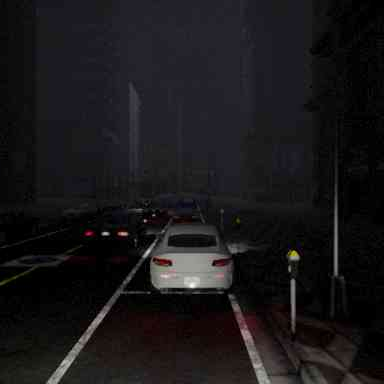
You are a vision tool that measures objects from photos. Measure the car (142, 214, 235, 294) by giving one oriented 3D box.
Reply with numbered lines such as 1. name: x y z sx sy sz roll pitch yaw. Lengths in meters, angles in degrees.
1. car: 0.003 1.526 8.650 1.812 1.442 4.674 0 0 0

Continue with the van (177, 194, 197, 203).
1. van: -0.368 1.344 32.287 1.690 1.788 3.998 0 0 0

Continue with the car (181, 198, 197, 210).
1. car: -0.367 1.550 43.337 1.887 1.381 4.507 0 0 0

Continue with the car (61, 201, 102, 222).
1. car: -8.918 1.527 26.609 1.752 1.417 4.829 0 0 0

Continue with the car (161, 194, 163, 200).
1. car: -8.912 1.555 81.278 1.752 1.417 4.829 0 0 0

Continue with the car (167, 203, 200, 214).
1. car: -0.370 1.583 21.237 1.802 1.307 4.206 0 0 0

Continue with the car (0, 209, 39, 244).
1. car: -8.916 1.545 15.728 1.887 1.381 4.507 0 0 0

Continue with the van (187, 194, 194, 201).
1. van: -0.380 1.376 86.847 1.690 1.788 3.998 0 0 0

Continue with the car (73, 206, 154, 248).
1. car: -3.145 1.565 14.600 2.033 1.411 5.357 0 0 0

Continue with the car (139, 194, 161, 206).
1. car: -6.145 1.334 47.571 2.150 2.045 5.566 0 0 0

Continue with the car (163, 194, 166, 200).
1. car: -8.906 1.585 92.029 1.887 1.381 4.507 0 0 0

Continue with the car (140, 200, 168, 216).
1. car: -3.145 1.620 29.630 1.895 1.301 4.718 0 0 0

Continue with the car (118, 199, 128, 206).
1. car: -8.921 1.548 37.830 1.887 1.381 4.507 0 0 0

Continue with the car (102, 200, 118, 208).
1. car: -8.919 1.547 32.304 1.887 1.381 4.507 0 0 0

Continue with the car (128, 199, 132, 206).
1. car: -8.922 1.550 43.355 1.887 1.381 4.507 0 0 0
